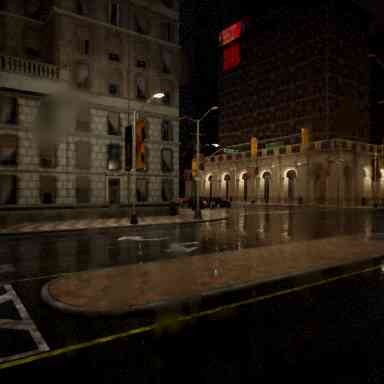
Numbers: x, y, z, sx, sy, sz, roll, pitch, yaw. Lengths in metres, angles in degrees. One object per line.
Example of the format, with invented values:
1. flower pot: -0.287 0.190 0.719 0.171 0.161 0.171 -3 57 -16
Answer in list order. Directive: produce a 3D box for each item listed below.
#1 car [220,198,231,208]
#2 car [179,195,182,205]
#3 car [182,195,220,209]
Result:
1. car: 3.475 1.478 47.786 1.882 1.535 5.008 0 0 -36
2. car: -2.273 1.352 55.881 2.097 1.767 4.553 0 0 -35
3. car: 1.180 1.352 44.981 2.097 1.767 4.553 0 0 -35
